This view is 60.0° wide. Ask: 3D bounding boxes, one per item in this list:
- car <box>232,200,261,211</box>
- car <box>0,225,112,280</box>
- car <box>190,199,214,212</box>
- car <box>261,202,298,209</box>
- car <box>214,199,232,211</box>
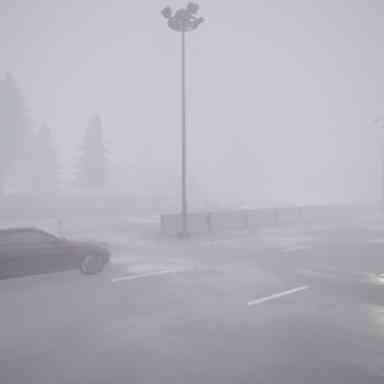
[{"bbox_3d":[6.947,1.799,37.673,1.812,1.442,4.674,-1,-1,44],"label":"car"},{"bbox_3d":[-4.570,1.631,9.112,4.674,1.442,1.812,0,0,-36],"label":"car"},{"bbox_3d":[1.895,1.695,42.526,2.097,1.767,4.553,-1,-1,44],"label":"car"},{"bbox_3d":[9.746,1.765,35.540,1.812,1.442,4.674,-1,-1,44],"label":"car"},{"bbox_3d":[5.374,1.803,41.075,2.128,1.511,4.902,-1,-1,44],"label":"car"}]
